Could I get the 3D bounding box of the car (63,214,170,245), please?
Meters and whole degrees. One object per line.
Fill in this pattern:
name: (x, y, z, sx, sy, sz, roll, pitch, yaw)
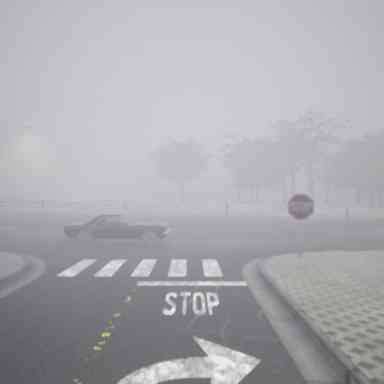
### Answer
car: (-3.419, 1.730, 15.781, 4.718, 1.301, 1.895, 1, 0, -1)
